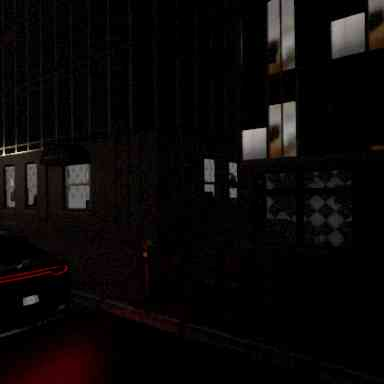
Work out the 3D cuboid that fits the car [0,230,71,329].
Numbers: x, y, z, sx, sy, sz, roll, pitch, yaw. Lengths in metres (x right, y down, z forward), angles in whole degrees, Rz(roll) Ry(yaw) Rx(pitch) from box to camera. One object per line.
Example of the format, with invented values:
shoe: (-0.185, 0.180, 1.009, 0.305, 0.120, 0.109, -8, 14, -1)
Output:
car: (-4.431, 1.474, 6.453, 5.008, 1.535, 1.882, 0, 0, 36)
